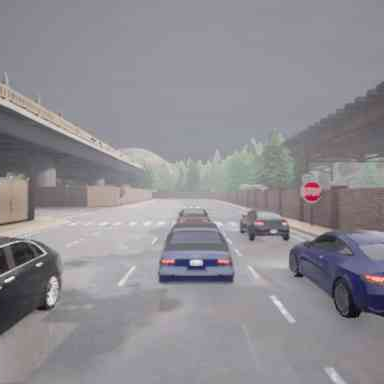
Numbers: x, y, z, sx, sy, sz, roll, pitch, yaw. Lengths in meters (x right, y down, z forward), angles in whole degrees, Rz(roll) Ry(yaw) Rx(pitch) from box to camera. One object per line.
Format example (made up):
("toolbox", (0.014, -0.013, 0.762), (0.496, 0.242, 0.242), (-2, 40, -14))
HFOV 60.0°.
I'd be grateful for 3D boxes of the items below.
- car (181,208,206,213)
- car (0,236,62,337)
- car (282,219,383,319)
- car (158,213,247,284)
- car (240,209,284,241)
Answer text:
("car", (0.091, 1.654, 20.525), (1.895, 1.301, 4.718), (0, 0, 0))
("car", (-3.595, 1.518, 5.035), (1.837, 1.490, 4.892), (0, 0, 0))
("car", (3.595, 1.545, 7.277), (1.812, 1.442, 4.674), (0, 0, 0))
("car", (0.091, 1.573, 9.660), (2.033, 1.411, 5.357), (0, 0, 0))
("car", (3.589, 1.570, 16.899), (1.812, 1.442, 4.674), (0, 0, 0))
